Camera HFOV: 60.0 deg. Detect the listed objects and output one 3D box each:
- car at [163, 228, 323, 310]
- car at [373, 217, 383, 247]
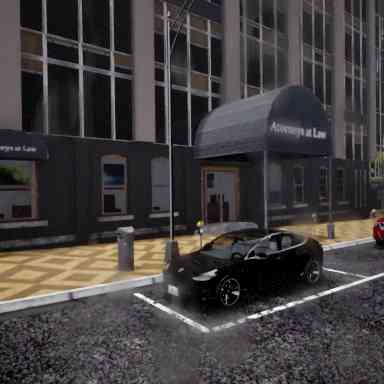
[{"bbox_3d":[1.370,1.564,7.847,4.313,1.339,1.947,0,-1,-37],"label":"car"},{"bbox_3d":[9.642,1.310,14.054,5.009,1.841,2.192,0,-1,-37],"label":"car"}]
